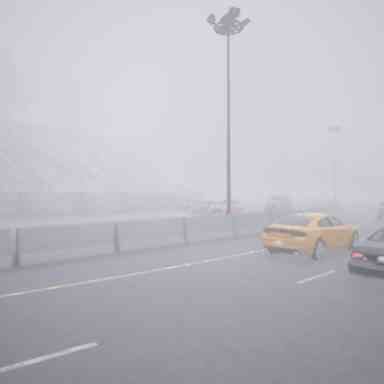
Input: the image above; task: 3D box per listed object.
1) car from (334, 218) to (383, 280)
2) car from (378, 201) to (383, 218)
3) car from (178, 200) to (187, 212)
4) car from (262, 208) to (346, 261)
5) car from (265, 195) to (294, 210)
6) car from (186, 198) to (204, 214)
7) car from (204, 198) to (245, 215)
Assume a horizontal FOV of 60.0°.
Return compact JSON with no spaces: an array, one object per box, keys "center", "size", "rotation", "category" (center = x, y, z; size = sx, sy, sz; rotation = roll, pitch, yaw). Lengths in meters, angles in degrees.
[{"center":[6.190,1.585,9.268],"size":[5.357,1.411,2.033],"rotation":[0,0,-43],"category":"car"},{"center":[17.831,1.472,29.675],"size":[2.097,1.767,4.553],"rotation":[0,0,31],"category":"car"},{"center":[0.074,1.557,41.144],"size":[2.097,1.767,4.553],"rotation":[0,0,28],"category":"car"},{"center":[4.669,1.535,12.758],"size":[5.008,1.535,1.882],"rotation":[0,0,-44],"category":"car"},{"center":[9.796,1.391,36.985],"size":[2.150,2.045,5.566],"rotation":[0,0,28],"category":"car"},{"center":[1.673,1.687,36.935],"size":[1.837,1.490,4.892],"rotation":[0,0,31],"category":"car"},{"center":[3.551,1.514,33.473],"size":[2.097,1.767,4.553],"rotation":[0,0,33],"category":"car"}]
